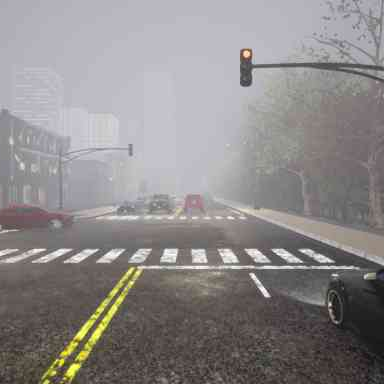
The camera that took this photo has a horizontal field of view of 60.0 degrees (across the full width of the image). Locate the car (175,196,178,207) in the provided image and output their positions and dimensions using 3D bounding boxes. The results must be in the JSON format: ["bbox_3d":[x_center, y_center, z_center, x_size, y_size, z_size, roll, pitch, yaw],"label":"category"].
[{"bbox_3d":[-3.314,1.510,46.273,1.812,1.442,4.674,0,0,0],"label":"car"}]

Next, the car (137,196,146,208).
[{"bbox_3d":[-6.567,1.337,44.242,2.097,1.767,4.553,0,0,0],"label":"car"}]

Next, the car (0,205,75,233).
[{"bbox_3d":[-9.531,1.508,19.537,5.008,1.535,1.882,-2,1,-11],"label":"car"}]

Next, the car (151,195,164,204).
[{"bbox_3d":[-6.522,1.454,63.575,1.882,1.535,5.008,0,0,1],"label":"car"}]

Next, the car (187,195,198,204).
[{"bbox_3d":[0.034,1.467,66.857,2.128,1.511,4.902,0,0,0],"label":"car"}]

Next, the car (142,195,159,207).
[{"bbox_3d":[-6.562,1.333,53.131,2.097,1.767,4.553,0,0,0],"label":"car"}]

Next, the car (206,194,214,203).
[{"bbox_3d":[3.384,1.576,66.911,1.895,1.301,4.718,0,0,0],"label":"car"}]

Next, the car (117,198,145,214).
[{"bbox_3d":[-6.589,1.590,35.331,1.895,1.301,4.718,0,0,1],"label":"car"}]

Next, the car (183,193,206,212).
[{"bbox_3d":[0.184,1.210,39.329,2.150,2.045,5.566,0,0,-1],"label":"car"}]

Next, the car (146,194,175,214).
[{"bbox_3d":[-3.322,1.210,36.283,2.150,2.045,5.566,0,0,0],"label":"car"}]

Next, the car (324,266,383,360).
[{"bbox_3d":[3.351,1.563,4.272,1.994,1.385,4.181,0,0,0],"label":"car"}]
